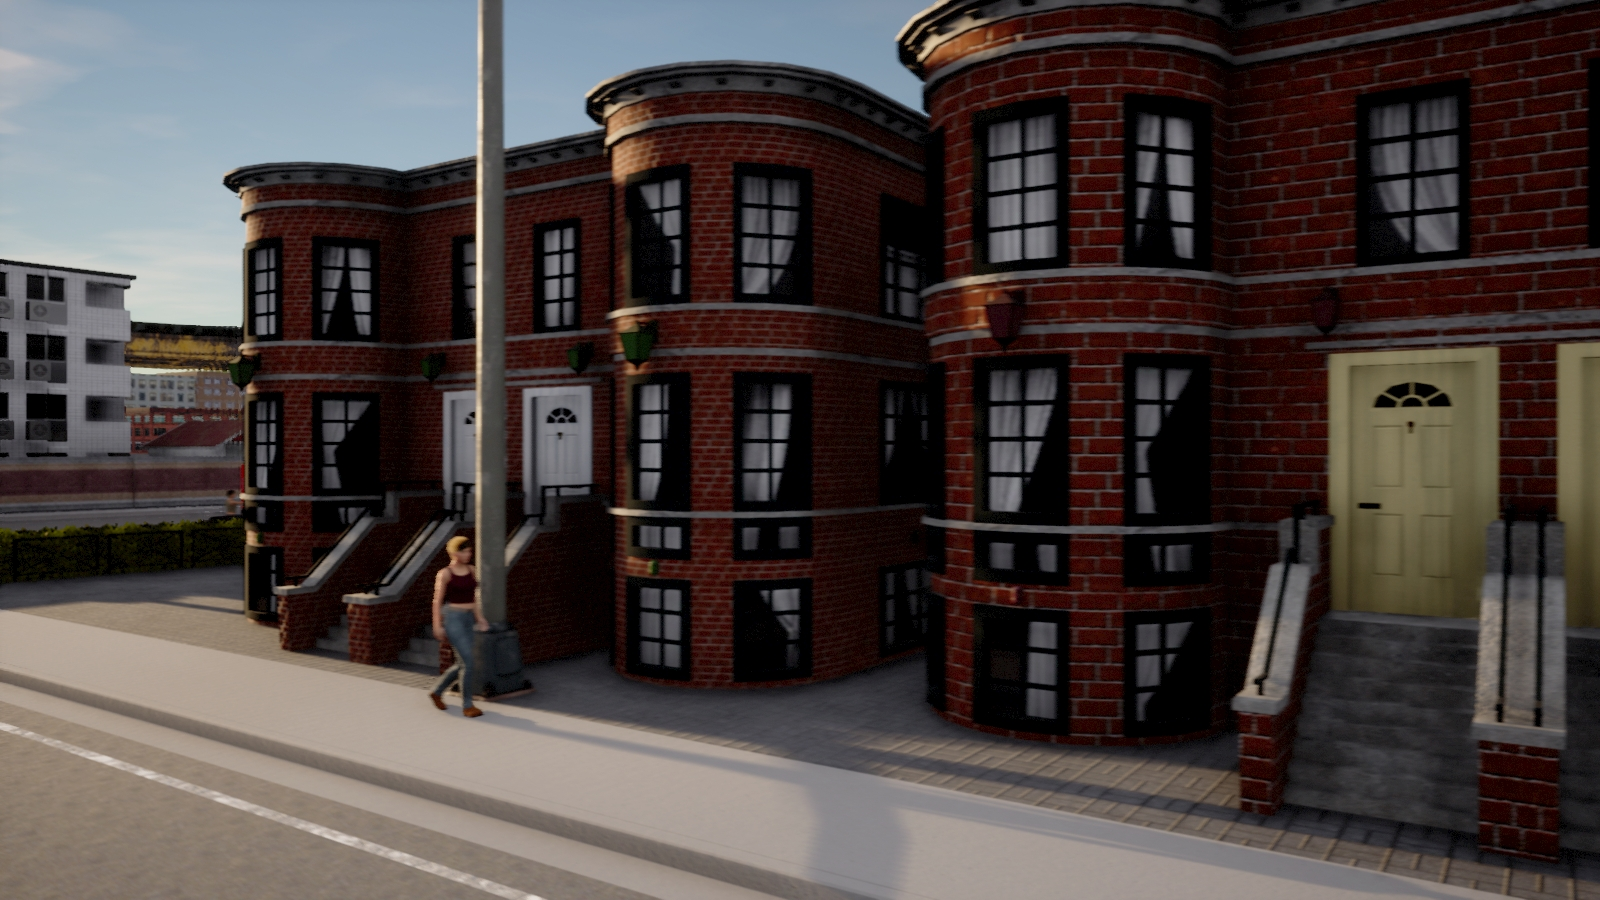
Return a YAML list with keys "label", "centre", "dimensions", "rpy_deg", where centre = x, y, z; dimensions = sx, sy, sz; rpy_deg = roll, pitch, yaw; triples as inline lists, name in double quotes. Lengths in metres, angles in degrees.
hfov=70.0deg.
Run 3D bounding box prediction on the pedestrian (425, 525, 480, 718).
- label: "pedestrian"
  centre: [-3.489, 1.702, 11.485]
  dimensions: [0.375, 1.860, 0.375]
  rpy_deg: [0, 0, 34]
